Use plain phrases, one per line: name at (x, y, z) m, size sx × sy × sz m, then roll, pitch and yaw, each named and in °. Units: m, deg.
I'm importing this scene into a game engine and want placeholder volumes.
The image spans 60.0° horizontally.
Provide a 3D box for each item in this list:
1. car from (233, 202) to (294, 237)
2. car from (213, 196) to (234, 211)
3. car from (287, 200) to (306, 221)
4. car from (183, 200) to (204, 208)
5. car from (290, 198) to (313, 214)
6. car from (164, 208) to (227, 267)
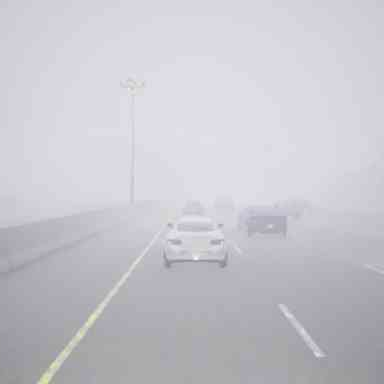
car at (3.607, 1.416, 17.730) m, size 1.882 × 1.535 × 5.008 m, roll 0°, pitch 0°, yaw 0°
car at (3.617, 1.217, 38.733) m, size 2.097 × 1.767 × 4.553 m, roll 0°, pitch 0°, yaw 0°
car at (7.112, 1.509, 26.389) m, size 1.895 × 1.301 × 4.718 m, roll 0°, pitch 0°, yaw 0°
car at (0.113, 1.457, 30.753) m, size 1.994 × 1.385 × 4.181 m, roll 0°, pitch 0°, yaw 0°
car at (10.616, 1.389, 33.571) m, size 1.837 × 1.490 × 4.892 m, roll 0°, pitch 0°, yaw 0°
car at (0.105, 1.487, 11.127) m, size 1.812 × 1.442 × 4.674 m, roll 0°, pitch 0°, yaw 0°
